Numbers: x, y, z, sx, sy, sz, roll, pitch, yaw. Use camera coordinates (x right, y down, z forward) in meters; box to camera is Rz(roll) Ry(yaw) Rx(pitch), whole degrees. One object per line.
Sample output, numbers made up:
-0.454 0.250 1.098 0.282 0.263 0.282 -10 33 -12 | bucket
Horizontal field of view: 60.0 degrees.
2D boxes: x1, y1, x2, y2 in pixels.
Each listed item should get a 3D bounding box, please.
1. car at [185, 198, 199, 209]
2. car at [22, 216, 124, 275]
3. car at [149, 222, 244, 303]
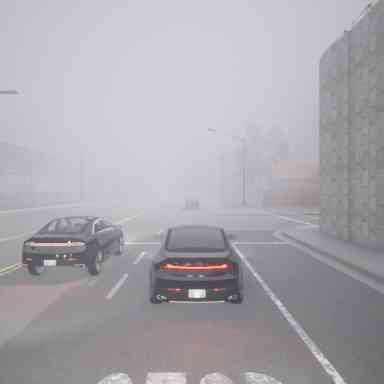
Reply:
-0.004 1.492 44.158 2.128 1.511 4.902 0 0 0 | car
-3.424 1.492 10.431 2.128 1.511 4.902 0 0 0 | car
0.082 1.505 8.161 1.837 1.490 4.892 0 0 0 | car
